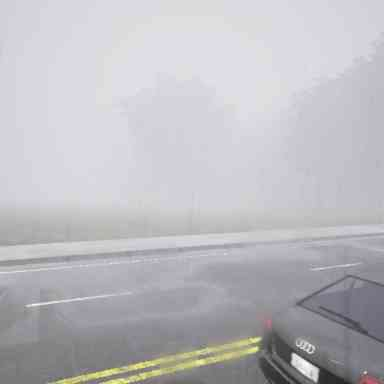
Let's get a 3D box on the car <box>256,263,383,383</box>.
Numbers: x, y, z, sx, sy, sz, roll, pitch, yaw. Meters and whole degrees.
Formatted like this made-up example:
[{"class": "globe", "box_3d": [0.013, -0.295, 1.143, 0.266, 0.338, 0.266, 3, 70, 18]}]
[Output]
[{"class": "car", "box_3d": [2.852, 1.564, 3.859, 4.181, 1.385, 1.994, 0, 0, -24]}]
